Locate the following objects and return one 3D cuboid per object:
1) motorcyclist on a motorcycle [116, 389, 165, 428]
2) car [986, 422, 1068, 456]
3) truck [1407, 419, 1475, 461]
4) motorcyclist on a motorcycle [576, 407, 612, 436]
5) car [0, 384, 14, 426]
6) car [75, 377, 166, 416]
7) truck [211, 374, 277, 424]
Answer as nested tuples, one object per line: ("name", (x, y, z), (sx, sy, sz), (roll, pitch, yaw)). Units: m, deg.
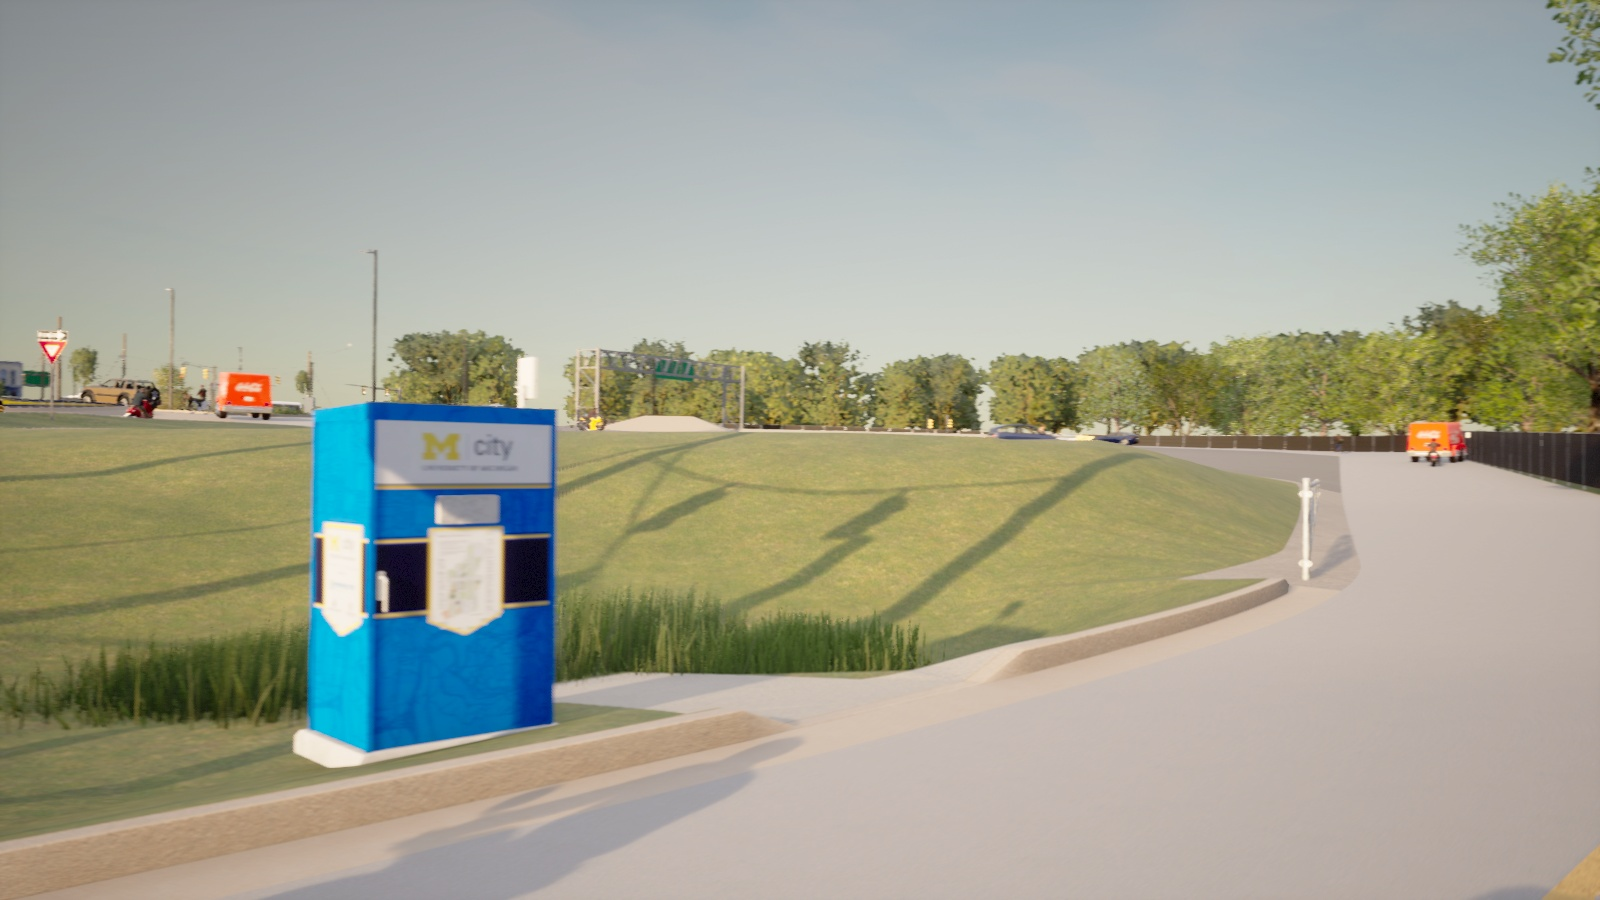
("motorcyclist on a motorcycle", (-28.961, -1.805, 55.206), (0.866, 1.590, 1.817), (6, 1, 8))
("car", (11.397, -0.557, 63.285), (3.705, 1.549, 1.789), (2, 2, -2))
("truck", (39.639, -0.640, 77.570), (2.627, 2.467, 5.204), (0, 1, 40))
("motorcyclist on a motorcycle", (-11.591, -1.595, 70.690), (2.044, 1.523, 0.797), (4, 2, 38))
("car", (-32.483, -1.785, 46.807), (1.882, 1.535, 5.008), (5, 3, 42))
("car", (-38.720, -3.054, 71.574), (4.605, 1.855, 1.932), (4, 0, 20))
("truck", (-30.111, -2.802, 67.914), (2.627, 2.467, 5.204), (1, 3, -31))
